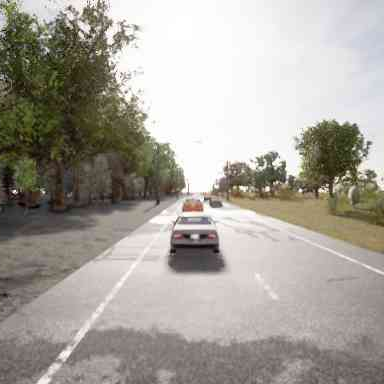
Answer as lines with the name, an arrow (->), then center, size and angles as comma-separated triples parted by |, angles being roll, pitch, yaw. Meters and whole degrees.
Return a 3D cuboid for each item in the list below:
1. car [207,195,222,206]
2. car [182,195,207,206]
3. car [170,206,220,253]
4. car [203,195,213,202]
car -> 3.593, 1.473, 51.327 | 2.033, 1.411, 5.357 | 0, 0, 0
car -> 0.093, 1.303, 33.477 | 2.097, 1.767, 4.553 | 0, 0, 0
car -> 0.098, 1.527, 13.599 | 2.033, 1.411, 5.357 | 0, 0, 0
car -> 3.488, 1.397, 73.162 | 1.837, 1.490, 4.892 | 0, 0, 0
